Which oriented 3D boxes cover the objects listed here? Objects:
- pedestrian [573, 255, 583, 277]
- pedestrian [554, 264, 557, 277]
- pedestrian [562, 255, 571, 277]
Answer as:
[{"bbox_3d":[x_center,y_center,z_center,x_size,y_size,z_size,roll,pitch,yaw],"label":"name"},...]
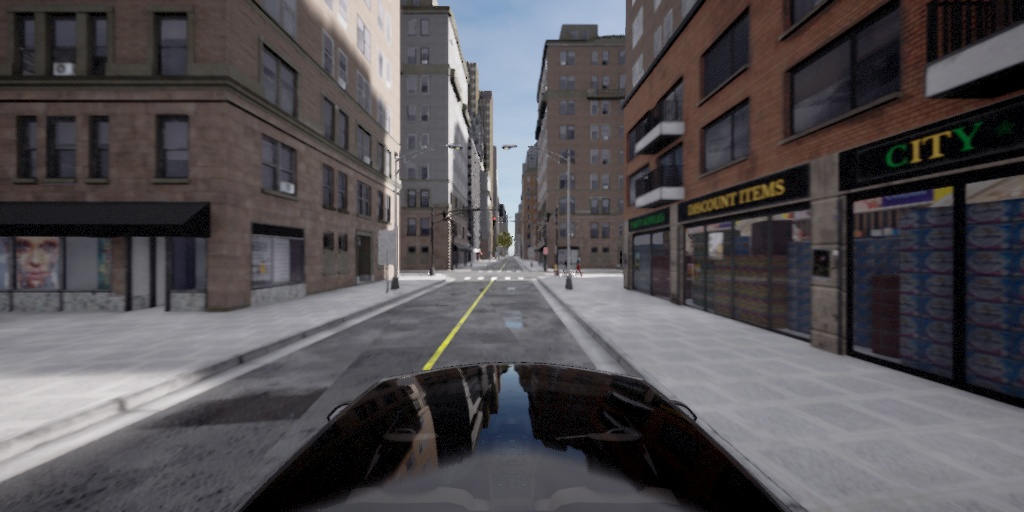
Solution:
[{"bbox_3d":[5.472,0.769,29.440,0.375,1.860,0.375,0,0,0],"label":"pedestrian"},{"bbox_3d":[3.638,1.158,30.041,0.500,1.100,0.500,0,0,0],"label":"pedestrian"},{"bbox_3d":[4.422,0.781,28.840,0.375,1.860,0.375,0,0,0],"label":"pedestrian"}]
